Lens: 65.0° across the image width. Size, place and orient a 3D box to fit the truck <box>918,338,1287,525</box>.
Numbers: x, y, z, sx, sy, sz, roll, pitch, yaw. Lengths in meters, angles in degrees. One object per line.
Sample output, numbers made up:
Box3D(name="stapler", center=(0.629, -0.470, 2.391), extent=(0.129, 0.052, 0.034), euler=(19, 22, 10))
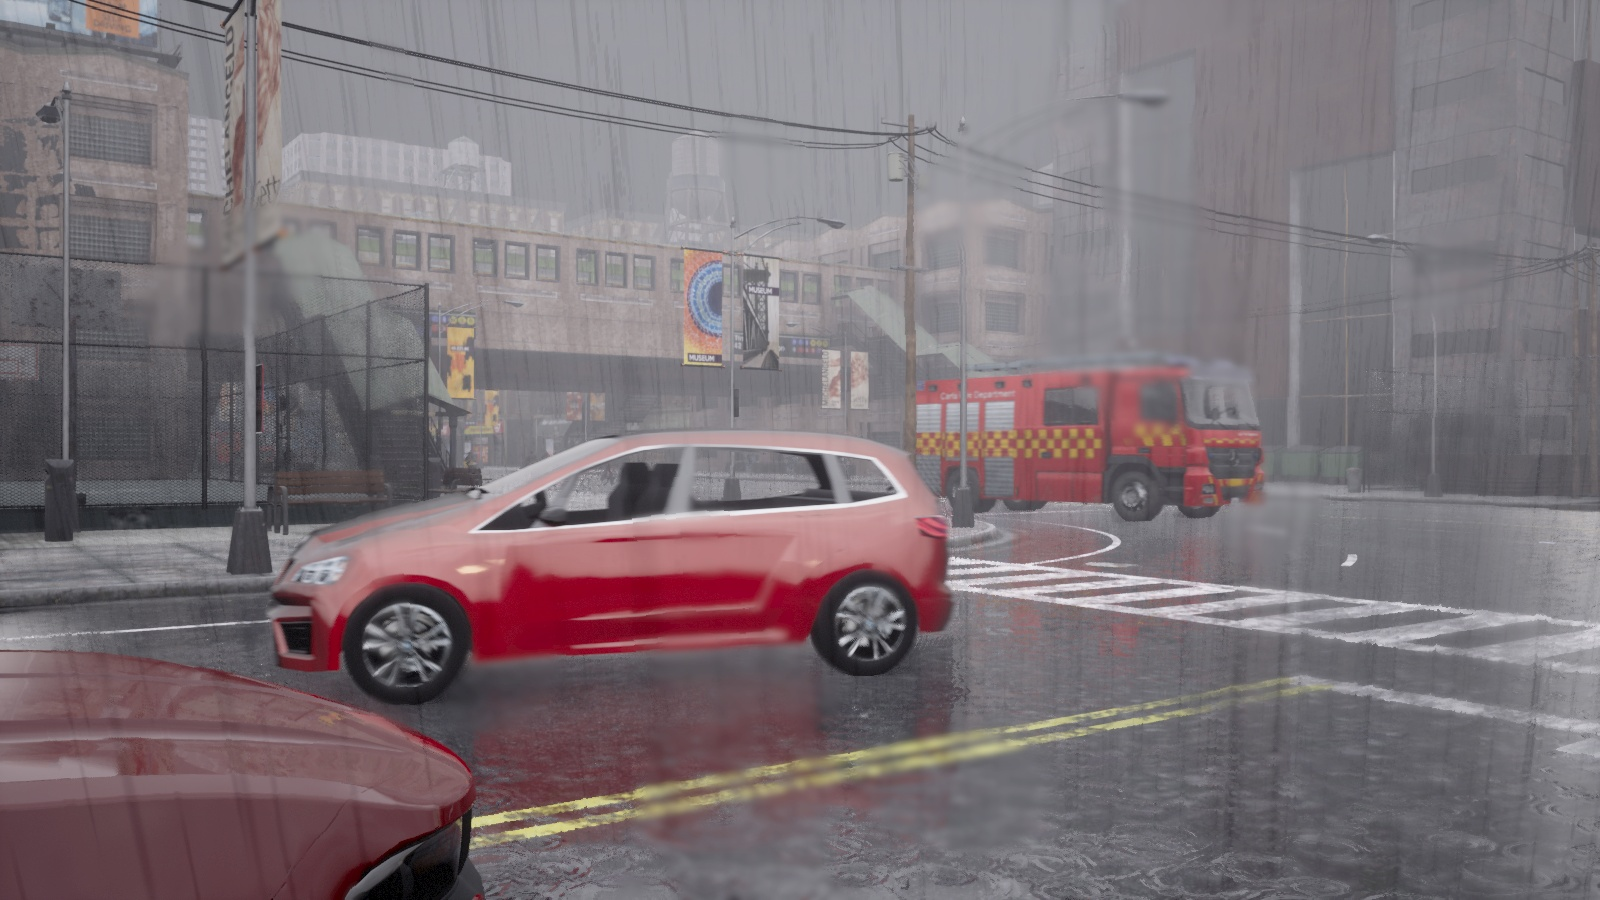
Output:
Box3D(name="truck", center=(6.857, -0.361, 29.900), extent=(2.891, 3.827, 8.468), euler=(0, 0, -40))

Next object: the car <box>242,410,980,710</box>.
Box3D(name="car", center=(-1.323, 0.614, 8.834), extent=(4.611, 1.667, 2.242), euler=(0, 0, -20))

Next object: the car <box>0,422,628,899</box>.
Box3D(name="car", center=(-2.898, 0.733, 1.605), extent=(5.008, 1.535, 1.882), euler=(0, 0, -36))
